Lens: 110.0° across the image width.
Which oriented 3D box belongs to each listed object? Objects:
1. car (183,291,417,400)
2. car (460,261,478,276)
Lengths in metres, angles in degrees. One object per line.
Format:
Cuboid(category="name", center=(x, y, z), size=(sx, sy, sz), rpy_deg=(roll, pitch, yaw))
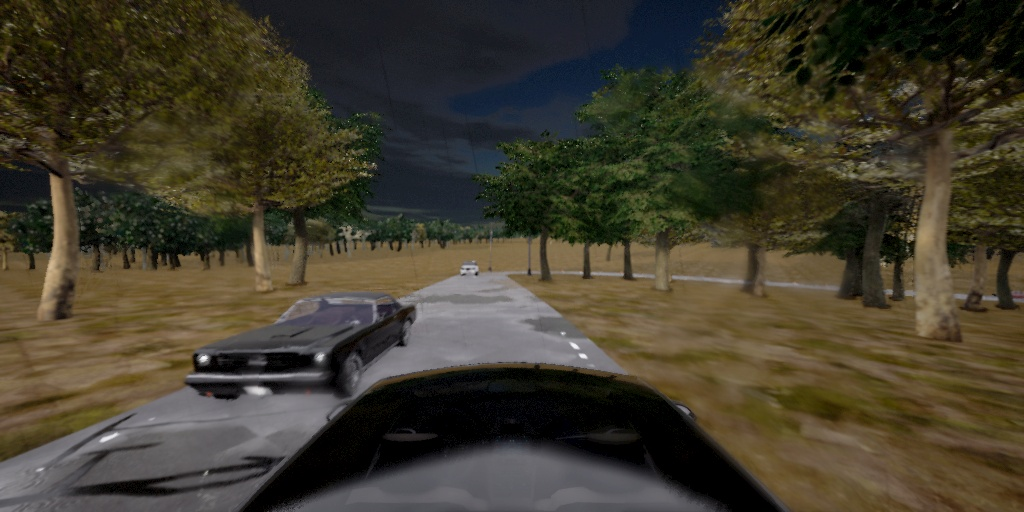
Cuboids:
Cuboid(category="car", center=(-3.215, 1.385, 6.659), size=(1.895, 1.301, 4.718), rpy_deg=(0, 0, -2))
Cuboid(category="car", center=(-5.834, 1.706, 49.485), size=(2.150, 2.045, 5.566), rpy_deg=(-1, -1, -2))
